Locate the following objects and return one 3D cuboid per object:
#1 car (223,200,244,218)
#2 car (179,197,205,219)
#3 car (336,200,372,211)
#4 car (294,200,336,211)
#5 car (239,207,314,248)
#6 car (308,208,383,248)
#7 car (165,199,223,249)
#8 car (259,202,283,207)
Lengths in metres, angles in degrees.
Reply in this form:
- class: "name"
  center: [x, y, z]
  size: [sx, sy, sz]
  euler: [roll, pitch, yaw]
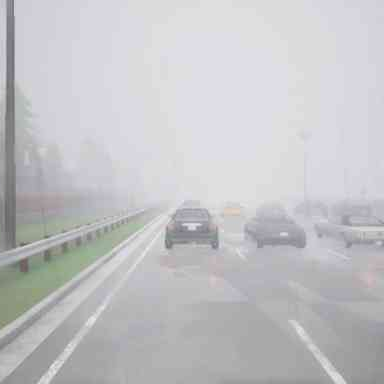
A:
- class: "car"
  center: [3.500, 1.485, 29.650]
  size: [1.882, 1.535, 5.008]
  euler: [0, 0, 0]
- class: "car"
  center: [0.000, 1.366, 29.620]
  size: [2.097, 1.767, 4.553]
  euler: [0, 0, 0]
- class: "car"
  center: [14.000, 1.485, 29.650]
  size: [1.882, 1.535, 5.008]
  euler: [0, 0, 0]
- class: "car"
  center: [10.500, 1.495, 29.650]
  size: [2.128, 1.511, 4.902]
  euler: [0, 0, 0]
- class: "car"
  center: [3.500, 1.572, 14.650]
  size: [1.994, 1.385, 4.181]
  euler: [0, 0, 0]
- class: "car"
  center: [7.000, 1.616, 14.680]
  size: [1.895, 1.301, 4.718]
  euler: [0, 0, 0]
- class: "car"
  center: [0.000, 1.366, 14.620]
  size: [2.097, 1.767, 4.553]
  euler: [0, 0, 0]
- class: "car"
  center: [7.000, 1.572, 29.650]
  size: [1.994, 1.385, 4.181]
  euler: [0, 0, 0]
